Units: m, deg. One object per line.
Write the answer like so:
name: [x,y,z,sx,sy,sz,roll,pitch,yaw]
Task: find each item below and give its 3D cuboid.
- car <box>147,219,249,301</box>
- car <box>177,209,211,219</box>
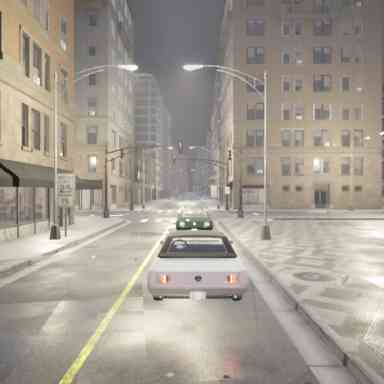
car: [0.111,1.600,8.279,1.895,1.301,4.718,0,0,0]
car: [0.125,1.599,18.514,1.895,1.301,4.718,0,0,0]
